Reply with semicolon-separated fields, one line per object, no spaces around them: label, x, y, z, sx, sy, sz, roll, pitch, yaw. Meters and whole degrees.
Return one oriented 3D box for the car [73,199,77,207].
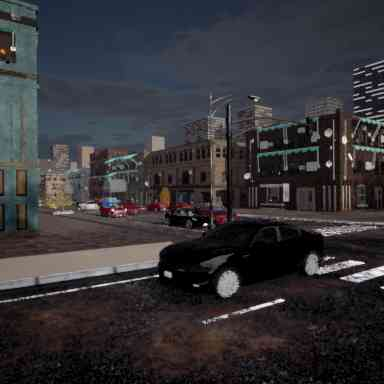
car;-20.573;2.232;62.274;1.994;1.385;4.181;-1;0;-36

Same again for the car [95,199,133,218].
car;-8.351;1.848;35.211;1.967;1.590;4.097;-1;0;-36

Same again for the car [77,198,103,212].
car;-15.017;2.075;49.096;1.812;1.442;4.674;-1;0;-35

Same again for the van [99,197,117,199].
van;-14.416;1.909;58.097;1.690;1.788;3.998;-1;0;-36

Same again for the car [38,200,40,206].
car;-30.886;2.377;66.729;2.008;1.369;4.403;-1;0;-36

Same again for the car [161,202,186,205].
car;-1.533;1.906;40.088;1.802;1.307;4.206;-2;0;-36

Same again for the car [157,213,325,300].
car;1.454;1.477;8.622;5.008;1.535;1.882;0;1;-38

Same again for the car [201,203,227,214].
car;1.704;1.790;25.621;1.994;1.385;4.181;-1;0;-36

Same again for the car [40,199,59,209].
car;-24.348;2.234;57.585;1.752;1.417;4.829;-1;0;-36

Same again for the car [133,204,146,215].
car;-7.696;1.887;38.774;1.882;1.535;5.008;-1;0;-35

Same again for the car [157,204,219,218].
car;-0.375;1.816;23.854;1.947;1.339;4.313;-1;0;-36

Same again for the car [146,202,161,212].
car;-4.751;1.968;44.590;1.802;1.307;4.206;-1;0;-36

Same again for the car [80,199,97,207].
car;-20.851;2.230;67.102;1.887;1.381;4.507;-1;0;-36

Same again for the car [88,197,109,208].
car;-17.637;1.942;62.599;2.192;1.841;5.009;-1;0;-36

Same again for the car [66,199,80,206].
car;-27.290;2.366;76.107;1.947;1.339;4.313;-1;0;-36
